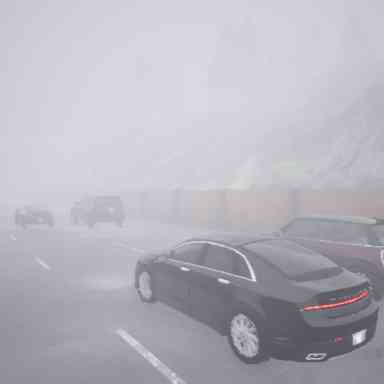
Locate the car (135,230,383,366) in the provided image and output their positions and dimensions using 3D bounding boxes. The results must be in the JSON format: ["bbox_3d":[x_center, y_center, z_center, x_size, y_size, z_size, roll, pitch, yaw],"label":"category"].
[{"bbox_3d":[0.635,1.505,6.002,1.837,1.490,4.892,0,0,-35],"label":"car"}]

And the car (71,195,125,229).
[{"bbox_3d":[-6.345,1.221,22.168,2.150,2.045,5.566,0,0,-35],"label":"car"}]

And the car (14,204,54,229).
[{"bbox_3d":[-10.442,1.525,21.925,1.812,1.442,4.674,0,0,-35],"label":"car"}]

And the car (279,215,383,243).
[{"bbox_3d":[3.205,1.353,8.433,2.097,1.767,4.553,0,0,-35],"label":"car"}]
